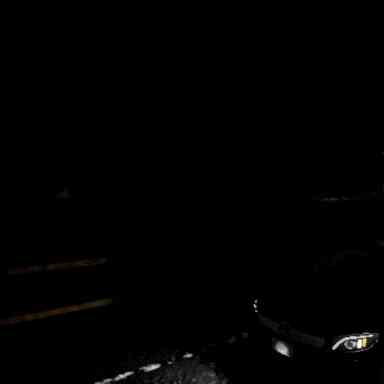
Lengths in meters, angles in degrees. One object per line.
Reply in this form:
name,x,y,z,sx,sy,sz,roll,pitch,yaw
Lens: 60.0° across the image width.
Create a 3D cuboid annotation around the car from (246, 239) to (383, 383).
car,2.931,1.525,5.153,4.674,1.442,1.812,0,0,-35
